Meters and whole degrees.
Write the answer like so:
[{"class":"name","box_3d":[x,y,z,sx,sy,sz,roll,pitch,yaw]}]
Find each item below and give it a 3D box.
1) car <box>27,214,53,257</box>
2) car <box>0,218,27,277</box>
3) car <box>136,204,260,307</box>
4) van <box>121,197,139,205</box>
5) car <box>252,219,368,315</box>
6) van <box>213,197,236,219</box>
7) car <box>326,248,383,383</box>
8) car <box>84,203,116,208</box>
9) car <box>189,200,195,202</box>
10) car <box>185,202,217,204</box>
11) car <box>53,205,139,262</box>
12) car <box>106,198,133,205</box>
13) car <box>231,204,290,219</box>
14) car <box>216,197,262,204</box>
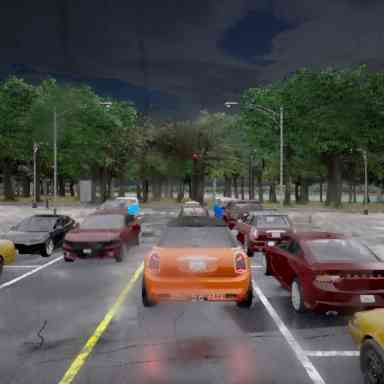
[{"class":"car","box_3d":[-5.756,1.567,12.907,1.947,1.339,4.313,0,0,0]},{"class":"car","box_3d":[-5.760,1.525,7.300,1.752,1.417,4.829,0,0,0]},{"class":"car","box_3d":[0.104,1.352,8.136,2.097,1.767,4.553,0,0,0]},{"class":"van","box_3d":[-5.746,1.346,29.220,1.690,1.788,3.998,0,0,0]},{"class":"car","box_3d":[2.765,1.545,7.464,1.887,1.381,4.507,0,0,0]},{"class":"van","box_3d":[2.780,1.346,29.215,1.690,1.788,3.998,0,0,0]},{"class":"car","box_3d":[2.762,1.525,2.196,1.752,1.417,4.829,0,0,0]},{"class":"car","box_3d":[-5.753,1.527,18.175,1.752,1.417,4.829,0,0,0]},{"class":"car","box_3d":[0.015,1.460,27.295,1.801,1.575,5.366,0,0,1]},{"class":"car","box_3d":[0.109,1.493,17.350,2.128,1.511,4.902,0,0,0]},{"class":"car","box_3d":[-3.083,1.478,12.311,1.882,1.535,5.008,0,0,0]},{"class":"car","box_3d":[-5.749,1.443,23.783,1.967,1.590,4.097,0,0,0]},{"class":"car","box_3d":[2.769,1.441,12.902,1.967,1.590,4.097,0,0,0]},{"class":"car","box_3d":[2.772,1.317,18.340,2.192,1.841,5.009,0,0,0]}]
